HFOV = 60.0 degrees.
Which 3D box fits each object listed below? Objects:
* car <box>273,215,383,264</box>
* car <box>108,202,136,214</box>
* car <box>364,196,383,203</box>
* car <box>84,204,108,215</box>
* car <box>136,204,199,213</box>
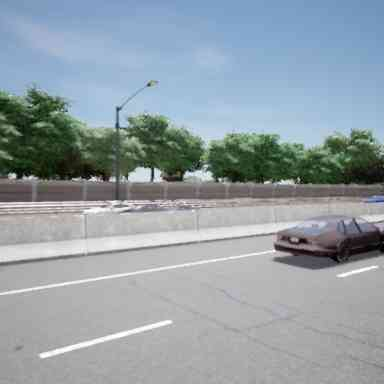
[{"bbox_3d":[5.236,1.524,11.773,5.357,1.411,2.033,0,0,-35],"label":"car"},{"bbox_3d":[-3.318,1.541,23.119,4.181,1.385,1.994,0,0,-36],"label":"car"},{"bbox_3d":[27.503,1.354,49.355,5.008,1.535,1.882,0,0,-35],"label":"car"},{"bbox_3d":[-5.924,1.504,25.561,4.674,1.442,1.812,0,0,-35],"label":"car"},{"bbox_3d":[-0.932,1.540,20.524,4.181,1.385,1.994,0,0,-35],"label":"car"}]
